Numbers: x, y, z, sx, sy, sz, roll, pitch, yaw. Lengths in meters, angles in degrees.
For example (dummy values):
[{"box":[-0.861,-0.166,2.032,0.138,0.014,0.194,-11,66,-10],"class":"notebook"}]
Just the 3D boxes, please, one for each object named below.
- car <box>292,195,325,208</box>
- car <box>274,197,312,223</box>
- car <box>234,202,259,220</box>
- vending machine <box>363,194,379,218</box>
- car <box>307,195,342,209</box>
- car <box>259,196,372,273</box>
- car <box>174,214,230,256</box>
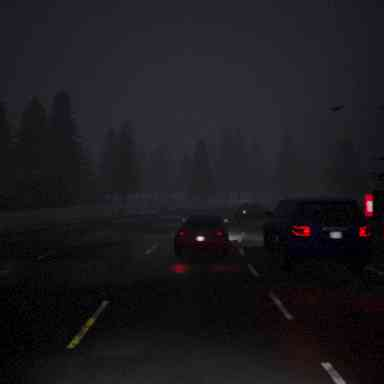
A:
[{"box":[17.423,1.350,49.786,4.553,1.767,2.097,0,0,-27],"class":"car"},{"box":[8.097,1.350,26.335,2.097,1.767,4.553,0,0,28],"class":"car"},{"box":[5.133,1.563,28.162,1.994,1.385,4.181,0,0,29],"class":"car"},{"box":[15.849,1.195,29.483,1.100,2.100,0.880,0,0,41],"class":"vending machine"},{"box":[18.503,1.350,46.422,4.553,1.767,2.097,0,0,-28],"class":"car"},{"box":[3.752,1.213,10.931,2.150,2.045,5.566,0,-1,4],"class":"car"},{"box":[0.489,1.562,13.297,1.994,1.385,4.181,0,0,6],"class":"car"}]
